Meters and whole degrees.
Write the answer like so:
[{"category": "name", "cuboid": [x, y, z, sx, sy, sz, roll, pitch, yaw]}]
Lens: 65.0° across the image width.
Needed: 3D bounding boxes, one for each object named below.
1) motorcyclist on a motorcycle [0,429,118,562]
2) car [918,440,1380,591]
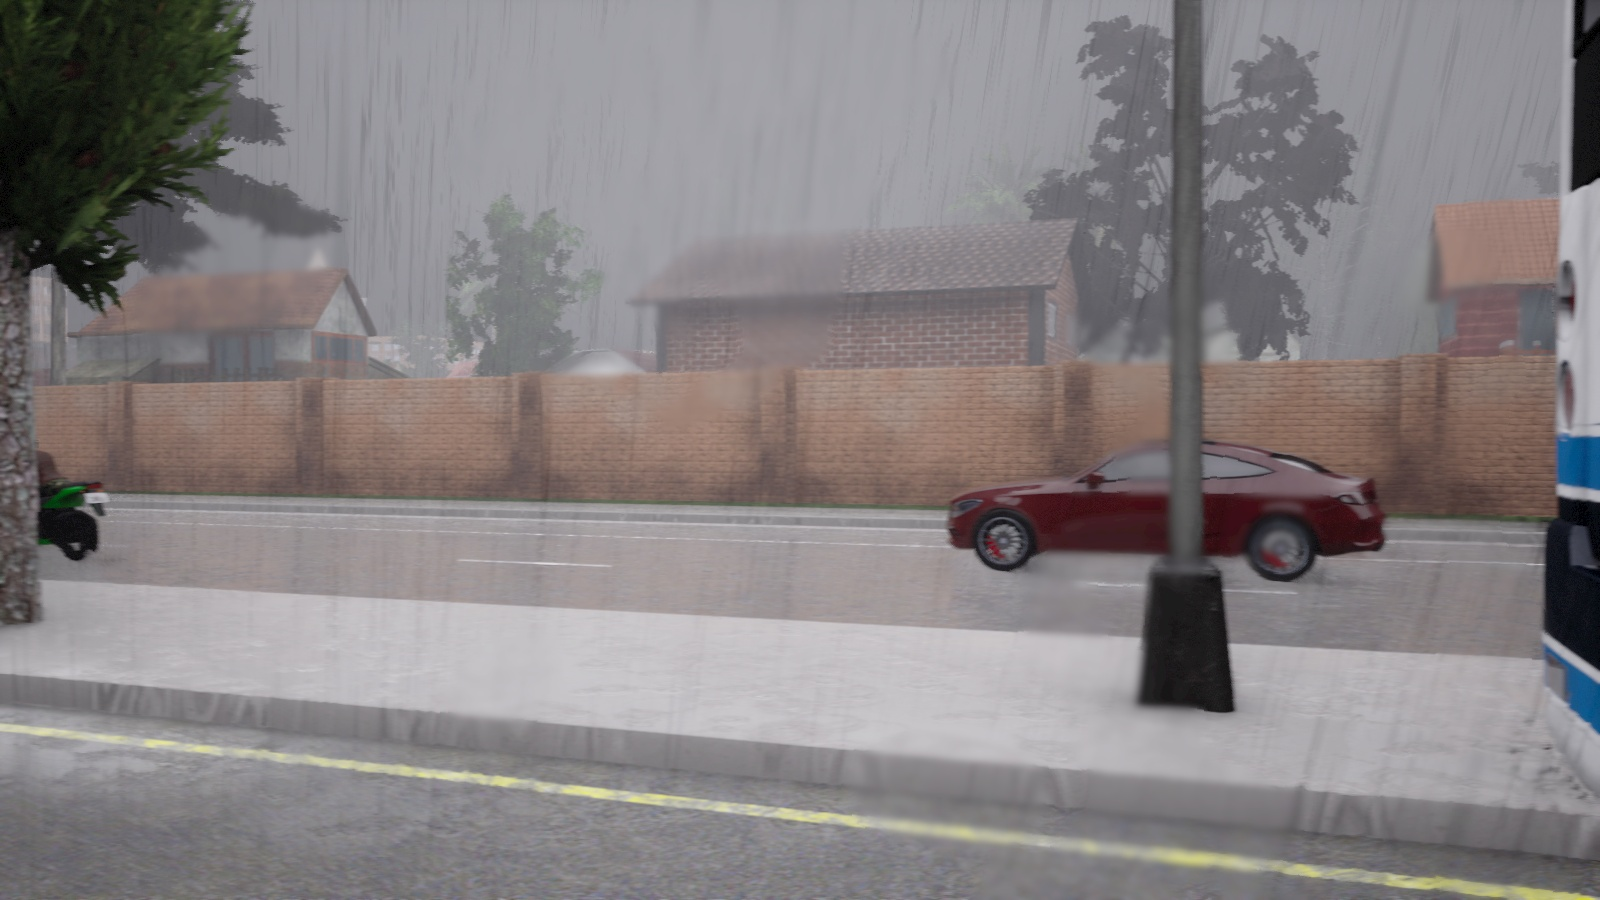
[{"category": "motorcyclist on a motorcycle", "cuboid": [-9.360, 0.512, 15.136, 2.044, 1.523, 0.797, 1, 1, 17]}, {"category": "car", "cuboid": [3.828, 0.637, 14.042, 4.674, 1.442, 1.812, 1, 1, 20]}]
